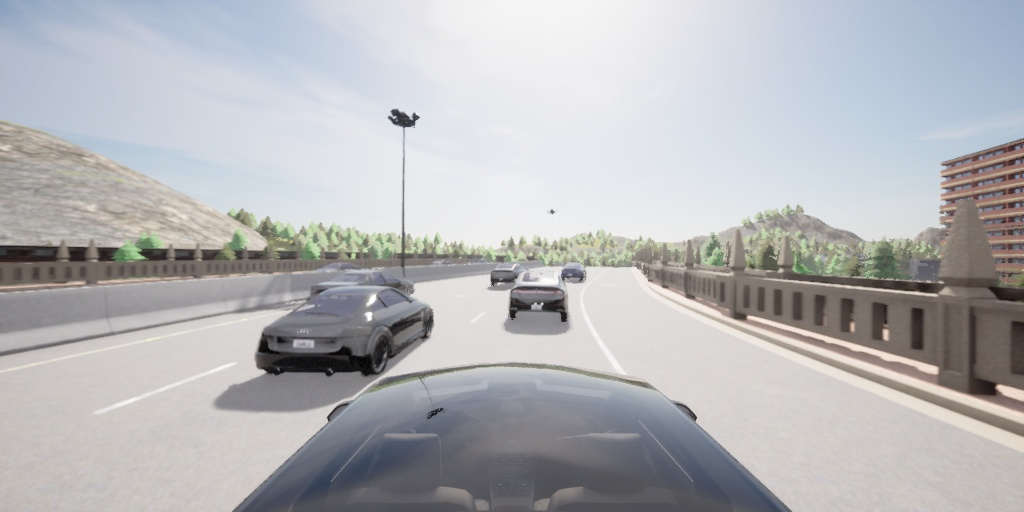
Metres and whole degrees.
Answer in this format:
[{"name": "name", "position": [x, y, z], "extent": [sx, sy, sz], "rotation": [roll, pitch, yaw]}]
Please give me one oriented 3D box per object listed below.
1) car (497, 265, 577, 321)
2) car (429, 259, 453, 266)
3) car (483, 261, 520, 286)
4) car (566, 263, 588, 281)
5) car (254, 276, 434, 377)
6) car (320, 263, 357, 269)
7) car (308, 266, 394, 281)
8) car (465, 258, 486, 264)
[{"name": "car", "position": [1.021, 1.252, 12.671], "extent": [2.128, 1.511, 4.902], "rotation": [1, 0, 7]}, {"name": "car", "position": [-10.293, 1.237, 51.923], "extent": [2.128, 1.511, 4.902], "rotation": [0, 0, 18]}, {"name": "car", "position": [-0.065, 1.262, 24.715], "extent": [2.128, 1.511, 4.902], "rotation": [0, 0, 15]}, {"name": "car", "position": [5.242, 1.328, 30.504], "extent": [1.812, 1.442, 4.674], "rotation": [0, 0, 17]}, {"name": "car", "position": [-3.043, 1.304, 7.444], "extent": [1.994, 1.385, 4.181], "rotation": [0, 0, 3]}, {"name": "car", "position": [-13.761, 1.253, 28.517], "extent": [2.033, 1.411, 5.357], "rotation": [0, 0, 15]}, {"name": "car", "position": [-5.822, 1.280, 14.610], "extent": [2.033, 1.411, 5.357], "rotation": [0, 0, 9]}, {"name": "car", "position": [-4.651, 1.119, 46.524], "extent": [2.097, 1.767, 4.553], "rotation": [0, 0, 18]}]
